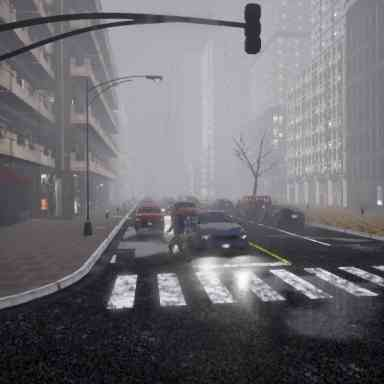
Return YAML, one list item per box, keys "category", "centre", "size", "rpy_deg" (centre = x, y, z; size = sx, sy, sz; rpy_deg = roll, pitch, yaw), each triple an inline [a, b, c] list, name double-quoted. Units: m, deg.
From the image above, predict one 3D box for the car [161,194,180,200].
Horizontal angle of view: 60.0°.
- category: "car"
  centre: [-3.188, 1.329, 44.310]
  size: [2.128, 1.511, 4.902]
  rpy_deg: [0, 0, -7]

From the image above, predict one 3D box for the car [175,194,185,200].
- category: "car"
  centre: [-3.186, 1.244, 87.120]
  size: [2.008, 1.369, 4.403]
  rpy_deg: [0, 0, -8]

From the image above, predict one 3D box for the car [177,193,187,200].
- category: "car"
  centre: [-2.445, 1.145, 81.647]
  size: [1.967, 1.590, 4.097]
  rpy_deg: [0, 0, -8]

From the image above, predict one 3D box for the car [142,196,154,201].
- category: "car"
  centre: [-4.819, 1.421, 36.740]
  size: [1.887, 1.381, 4.507]
  rpy_deg: [0, 0, -8]

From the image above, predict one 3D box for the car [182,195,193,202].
- category: "car"
  centre: [-0.963, 1.296, 70.702]
  size: [1.947, 1.339, 4.313]
  rpy_deg: [0, 0, -8]

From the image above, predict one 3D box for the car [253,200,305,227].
- category: "car"
  centre: [5.710, 1.448, 21.446]
  size: [1.947, 1.339, 4.313]
  rpy_deg: [0, 0, -8]

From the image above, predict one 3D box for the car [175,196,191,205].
- category: "car"
  centre: [-1.582, 1.334, 55.207]
  size: [2.033, 1.411, 5.357]
  rpy_deg: [0, 0, -8]

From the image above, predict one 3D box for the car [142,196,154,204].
- category: "car"
  centre: [-7.785, 1.374, 58.632]
  size: [1.947, 1.339, 4.313]
  rpy_deg: [0, 0, -8]

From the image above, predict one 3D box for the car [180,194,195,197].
- category: "car"
  centre: [-0.172, 1.296, 45.134]
  size: [1.882, 1.535, 5.008]
  rpy_deg: [0, 0, -7]

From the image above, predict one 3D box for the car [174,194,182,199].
- category: "car"
  centre: [-3.928, 1.232, 92.594]
  size: [2.008, 1.369, 4.403]
  rpy_deg: [0, 0, -8]

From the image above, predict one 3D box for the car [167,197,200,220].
- category: "car"
  centre: [-0.500, 1.382, 24.131]
  size: [1.882, 1.535, 5.008]
  rpy_deg: [0, 0, -8]

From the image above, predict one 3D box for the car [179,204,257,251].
- category: "car"
  centre: [0.837, 1.488, 14.247]
  size: [2.033, 1.411, 5.357]
  rpy_deg: [0, 0, -8]

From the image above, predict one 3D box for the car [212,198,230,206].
- category: "car"
  centre: [3.486, 1.393, 37.864]
  size: [1.947, 1.339, 4.313]
  rpy_deg: [0, 0, -8]

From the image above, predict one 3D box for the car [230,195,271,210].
- category: "car"
  centre: [4.969, 1.178, 26.918]
  size: [2.192, 1.841, 5.009]
  rpy_deg: [0, 0, -8]

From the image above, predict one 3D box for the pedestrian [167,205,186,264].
- category: "pedestrian"
  centre: [-0.476, 1.260, 10.091]
  size: [0.375, 1.860, 0.375]
  rpy_deg: [0, 0, -8]

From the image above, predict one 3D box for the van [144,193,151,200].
- category: "van"
  centre: [-11.492, 1.083, 85.996]
  size: [1.690, 1.788, 3.998]
  rpy_deg: [0, 0, -8]

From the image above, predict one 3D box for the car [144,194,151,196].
- category: "car"
  centre: [-6.278, 1.367, 47.517]
  size: [1.752, 1.417, 4.829]
  rpy_deg: [0, 0, -8]

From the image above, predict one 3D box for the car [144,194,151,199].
- category: "car"
  centre: [-12.233, 1.275, 91.470]
  size: [1.887, 1.381, 4.507]
  rpy_deg: [0, 0, -8]

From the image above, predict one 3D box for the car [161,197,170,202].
- category: "car"
  centre: [-1.832, 1.472, 33.999]
  size: [1.895, 1.301, 4.718]
  rpy_deg: [0, 0, -8]

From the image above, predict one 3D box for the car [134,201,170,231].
- category: "car"
  centre: [-2.594, 1.477, 20.322]
  size: [1.887, 1.381, 4.507]
  rpy_deg: [0, 0, -8]
